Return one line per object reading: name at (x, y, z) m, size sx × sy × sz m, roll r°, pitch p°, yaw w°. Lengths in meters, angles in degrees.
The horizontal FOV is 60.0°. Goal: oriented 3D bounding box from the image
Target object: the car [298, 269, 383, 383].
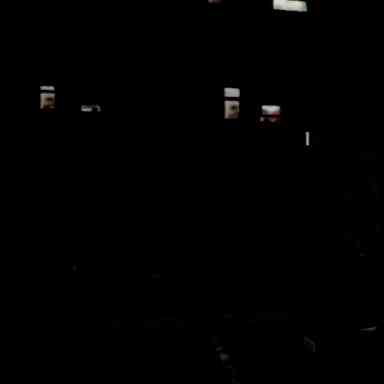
car at (3.770, 1.713, 4.956) m, size 4.313 × 1.339 × 1.947 m, roll -1°, pitch -2°, yaw -9°
